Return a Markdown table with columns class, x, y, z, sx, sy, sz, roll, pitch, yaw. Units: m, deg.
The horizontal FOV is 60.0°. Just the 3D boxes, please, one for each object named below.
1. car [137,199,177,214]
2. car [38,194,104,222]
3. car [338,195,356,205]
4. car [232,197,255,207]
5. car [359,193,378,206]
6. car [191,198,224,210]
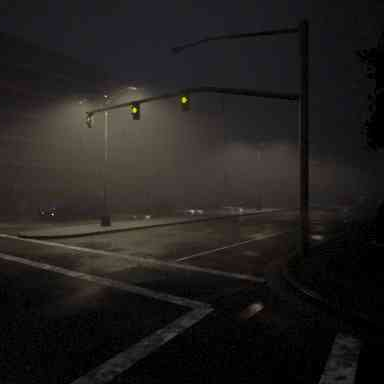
| class | x | y | z | sx | sy | sz | roll | pitch | yaw |
| --- | --- | --- | --- | --- | --- | --- | --- | --- | --- |
| car | -3.671 | 1.478 | 35.210 | 1.882 | 1.535 | 5.008 | 0 | 0 | 36 |
| car | -9.535 | 1.222 | 27.110 | 2.150 | 2.045 | 5.566 | 0 | 0 | 36 |
| car | 26.647 | 1.352 | 57.155 | 2.097 | 1.767 | 4.553 | 0 | 0 | 36 |
| car | 7.979 | 1.505 | 51.241 | 1.837 | 1.490 | 4.892 | 0 | 0 | 36 |
| car | 28.715 | 1.221 | 54.042 | 2.150 | 2.045 | 5.566 | 0 | 0 | 36 |
| car | 2.114 | 1.547 | 43.201 | 2.033 | 1.411 | 5.357 | 0 | 0 | 36 |
